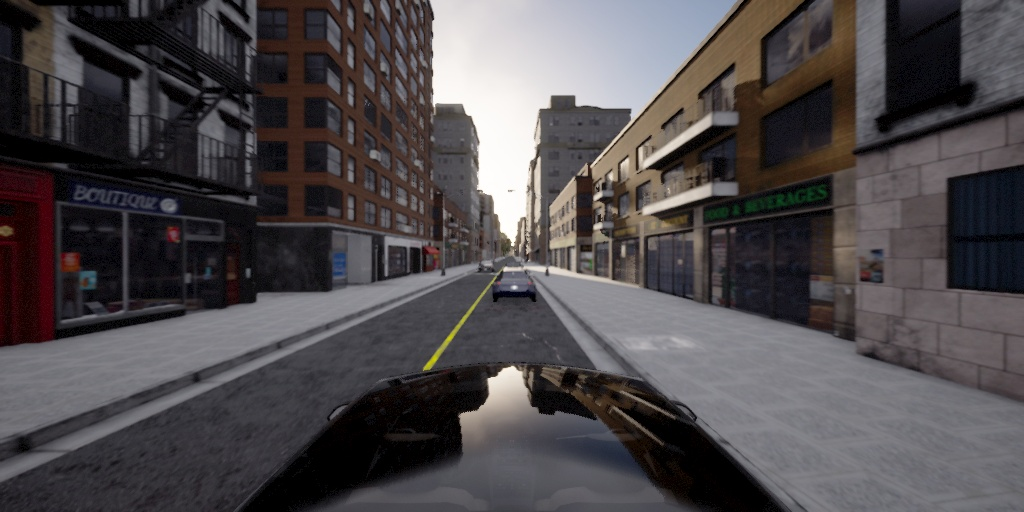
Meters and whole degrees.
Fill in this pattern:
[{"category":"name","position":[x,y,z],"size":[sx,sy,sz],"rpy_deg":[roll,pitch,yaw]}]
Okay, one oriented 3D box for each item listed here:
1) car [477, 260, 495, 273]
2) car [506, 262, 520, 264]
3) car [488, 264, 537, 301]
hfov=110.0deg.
[{"category":"car","position":[-2.993,1.219,42.753],"size":[1.812,1.442,4.674],"rpy_deg":[0,0,0]},{"category":"car","position":[0.106,1.279,35.144],"size":[1.895,1.301,4.718],"rpy_deg":[0,0,0]},{"category":"car","position":[0.103,1.280,17.057],"size":[1.994,1.385,4.181],"rpy_deg":[0,0,0]}]
